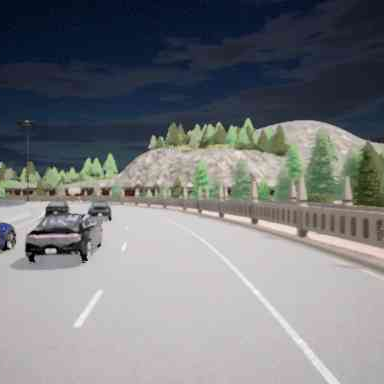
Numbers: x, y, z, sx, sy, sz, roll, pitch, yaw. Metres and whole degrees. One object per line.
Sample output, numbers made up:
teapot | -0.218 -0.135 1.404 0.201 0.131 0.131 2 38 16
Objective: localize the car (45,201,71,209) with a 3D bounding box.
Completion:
car | -12.104 1.566 30.135 1.882 1.535 5.008 0 0 -18

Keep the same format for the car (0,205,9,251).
car | -7.856 1.389 11.343 2.097 1.767 4.553 0 0 -7

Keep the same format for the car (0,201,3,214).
car | -23.145 1.758 38.365 1.994 1.385 4.181 0 0 -25

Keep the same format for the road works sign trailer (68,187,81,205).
road works sign trailer | -23.420 0.700 66.301 2.380 3.560 2.880 -1 0 -26

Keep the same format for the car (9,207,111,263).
car | -4.413 1.512 12.075 2.128 1.511 4.902 0 0 -7

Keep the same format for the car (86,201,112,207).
car | -7.976 1.562 28.661 1.837 1.490 4.892 0 0 -17
